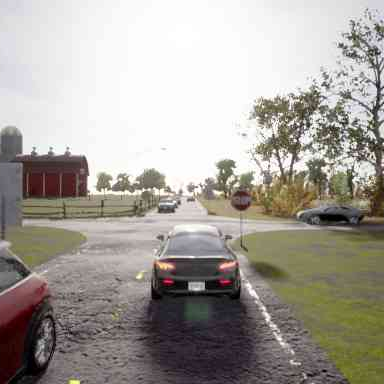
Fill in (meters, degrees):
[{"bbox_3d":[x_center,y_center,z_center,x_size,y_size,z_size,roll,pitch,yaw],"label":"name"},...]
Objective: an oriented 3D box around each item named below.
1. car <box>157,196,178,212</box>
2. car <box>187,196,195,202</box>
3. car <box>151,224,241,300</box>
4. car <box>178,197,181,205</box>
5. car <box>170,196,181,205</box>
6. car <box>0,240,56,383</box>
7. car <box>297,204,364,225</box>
[{"bbox_3d":[-2.920,1.532,38.365,1.837,1.490,4.892,0,0,-1],"label":"car"},{"bbox_3d":[-0.235,1.650,80.420,1.994,1.385,4.181,0,0,0],"label":"car"},{"bbox_3d":[0.072,1.529,8.290,1.812,1.442,4.674,0,0,0],"label":"car"},{"bbox_3d":[-2.981,1.586,48.151,2.033,1.411,5.357,0,0,0],"label":"car"},{"bbox_3d":[-2.995,1.538,60.944,1.882,1.535,5.008,0,0,0],"label":"car"},{"bbox_3d":[-2.857,1.352,2.542,2.097,1.767,4.553,0,0,0],"label":"car"},{"bbox_3d":[10.670,1.708,25.755,4.902,1.511,2.128,1,-1,-1],"label":"car"}]
